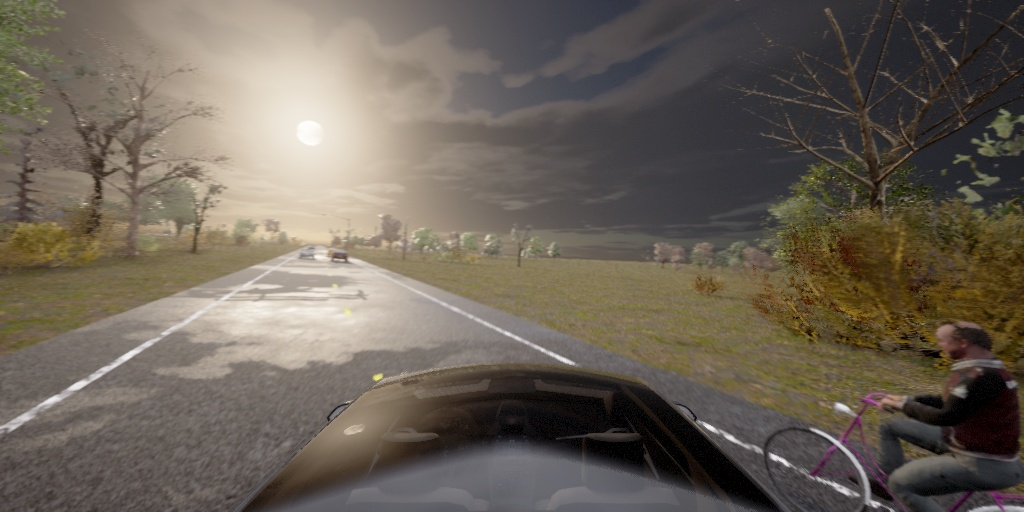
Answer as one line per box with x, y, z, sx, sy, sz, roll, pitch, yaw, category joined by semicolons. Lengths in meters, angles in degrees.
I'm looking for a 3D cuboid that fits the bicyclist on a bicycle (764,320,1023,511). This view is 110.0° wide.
2.762;1.296;2.477;0.659;1.776;1.843;4;0;-29;bicyclist on a bicycle

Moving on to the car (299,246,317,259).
-27.218;-0.324;47.814;1.895;1.301;4.718;4;0;-28;car

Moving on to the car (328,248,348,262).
-22.467;-0.144;46.716;1.882;1.535;5.008;4;0;-29;car
